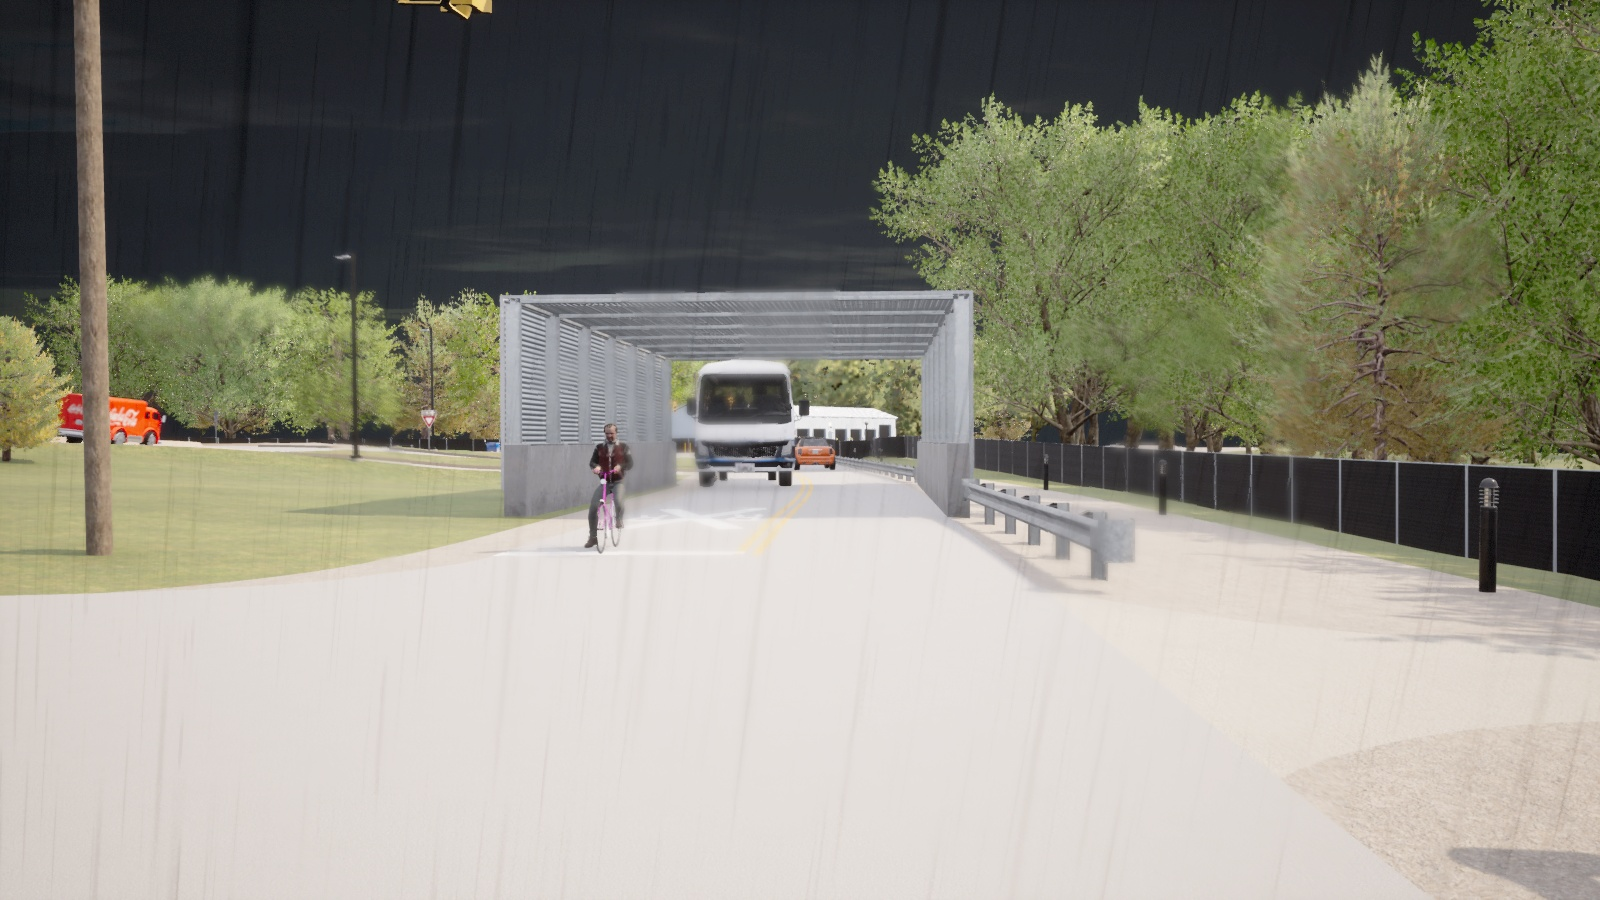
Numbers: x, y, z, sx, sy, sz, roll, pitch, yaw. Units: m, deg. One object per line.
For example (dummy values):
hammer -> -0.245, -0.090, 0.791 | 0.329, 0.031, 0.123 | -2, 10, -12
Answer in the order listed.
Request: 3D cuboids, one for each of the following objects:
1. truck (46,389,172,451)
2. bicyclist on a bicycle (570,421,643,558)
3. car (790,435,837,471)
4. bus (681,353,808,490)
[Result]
truck -> -33.799, -1.401, 61.655 | 2.627, 2.467, 5.204 | 7, -1, 6
bicyclist on a bicycle -> -2.632, 0.512, 17.259 | 0.659, 1.776, 1.843 | 0, 0, 2
car -> 0.637, 0.120, 65.327 | 2.097, 1.767, 4.553 | 0, 1, -4
bus -> -1.881, -0.925, 44.362 | 3.944, 4.253, 10.273 | 0, 0, -2
